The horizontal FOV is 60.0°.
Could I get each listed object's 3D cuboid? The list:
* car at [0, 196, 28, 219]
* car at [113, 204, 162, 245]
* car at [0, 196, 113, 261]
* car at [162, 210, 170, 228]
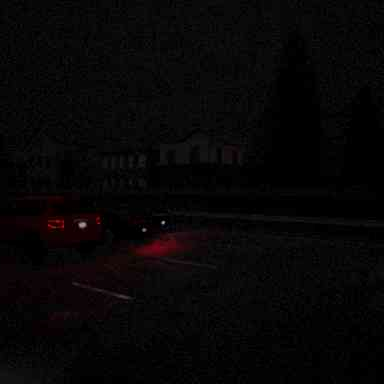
[{"bbox_3d":[-16.265,1.217,28.468,4.553,1.767,2.097,0,0,36],"label":"car"},{"bbox_3d":[-4.019,1.423,15.427,5.008,1.535,1.882,1,0,36],"label":"car"},{"bbox_3d":[-5.698,1.165,12.318,5.566,2.045,2.150,0,0,36],"label":"car"},{"bbox_3d":[-3.525,1.427,19.381,4.902,1.511,2.128,0,0,36],"label":"car"}]
